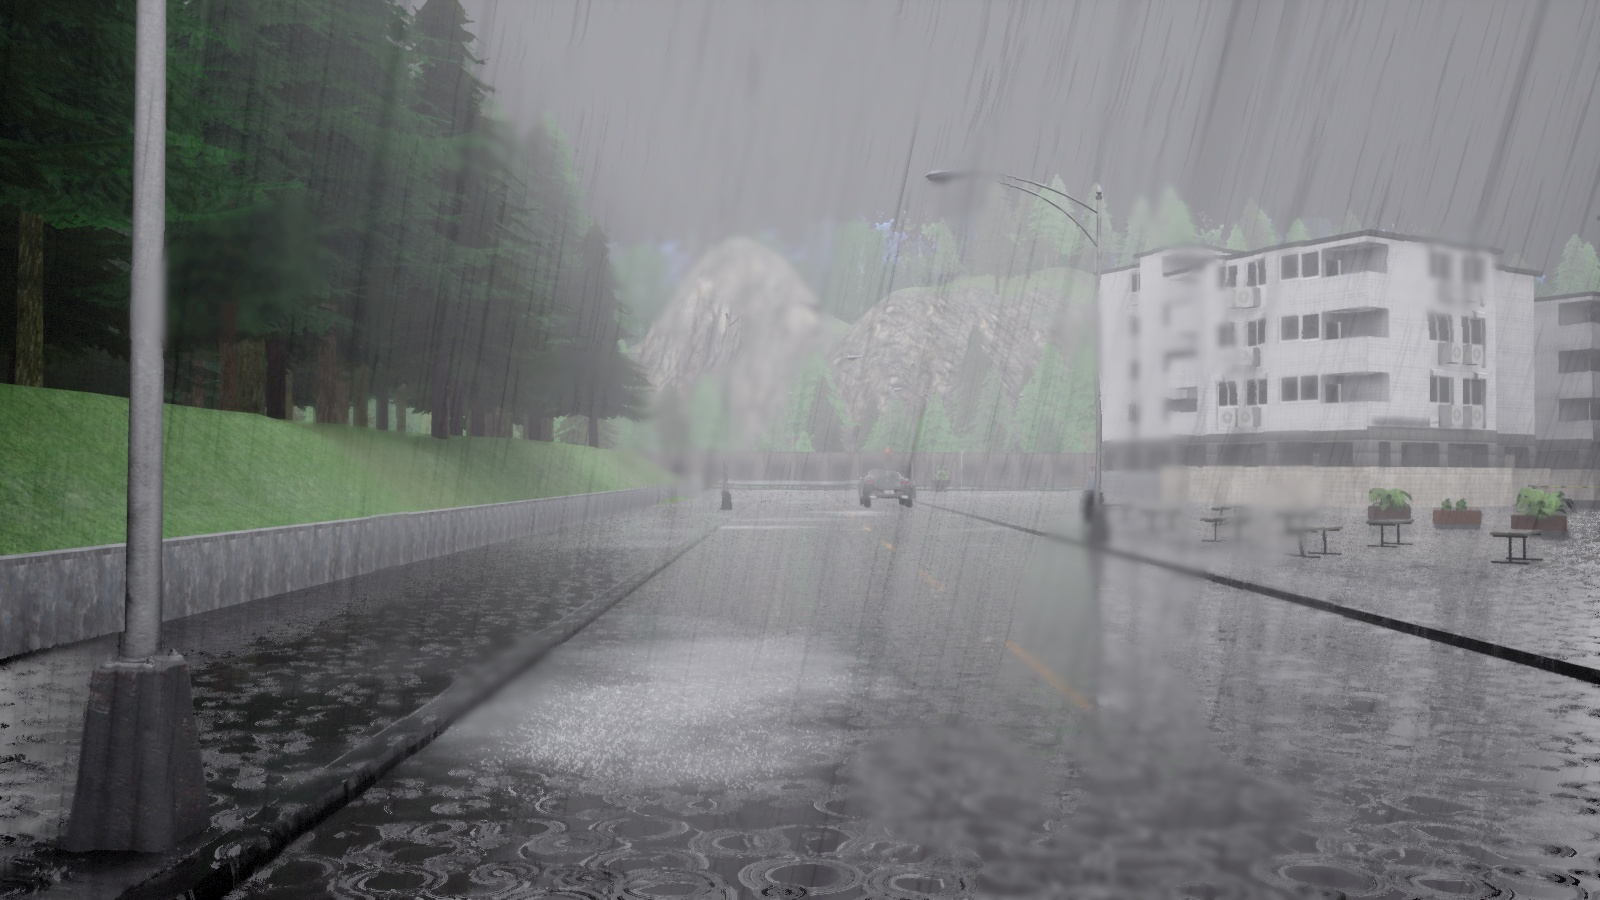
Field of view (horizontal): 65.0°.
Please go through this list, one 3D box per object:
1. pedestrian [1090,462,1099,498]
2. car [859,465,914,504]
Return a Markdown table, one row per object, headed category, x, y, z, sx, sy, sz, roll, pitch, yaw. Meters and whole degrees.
| category | x | y | z | sx | sy | sz | roll | pitch | yaw |
| --- | --- | --- | --- | --- | --- | --- | --- | --- | --- |
| pedestrian | 15.093 | 1.543 | 64.398 | 0.354 | 1.836 | 0.706 | 0 | -1 | 9 |
| car | 3.872 | 1.531 | 56.926 | 2.152 | 1.651 | 5.027 | 0 | -1 | 0 |
